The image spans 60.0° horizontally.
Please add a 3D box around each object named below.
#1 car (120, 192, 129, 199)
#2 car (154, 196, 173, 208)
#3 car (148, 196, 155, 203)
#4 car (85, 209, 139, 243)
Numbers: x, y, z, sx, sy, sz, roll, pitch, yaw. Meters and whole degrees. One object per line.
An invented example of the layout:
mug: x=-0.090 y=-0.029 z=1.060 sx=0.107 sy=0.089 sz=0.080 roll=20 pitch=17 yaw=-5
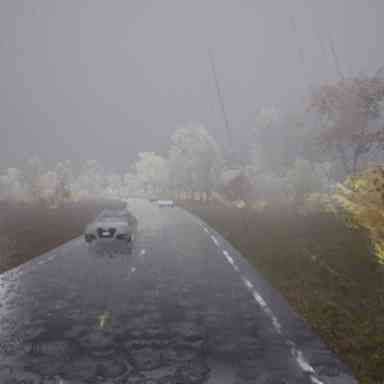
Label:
car: x=-18.882 y=0.927 z=92.772 sx=2.150 sy=2.045 sz=5.566 roll=0 pitch=0 yaw=-19
car: x=-3.734 y=1.455 z=45.508 sx=1.895 sy=1.301 sz=4.718 roll=0 pitch=0 yaw=-9
car: x=-7.405 y=1.394 z=64.073 sx=1.895 sy=1.301 sz=4.718 roll=0 pitch=0 yaw=-13
car: x=-3.652 y=1.519 z=15.715 sx=1.994 sy=1.385 sz=4.181 roll=0 pitch=0 yaw=-3
